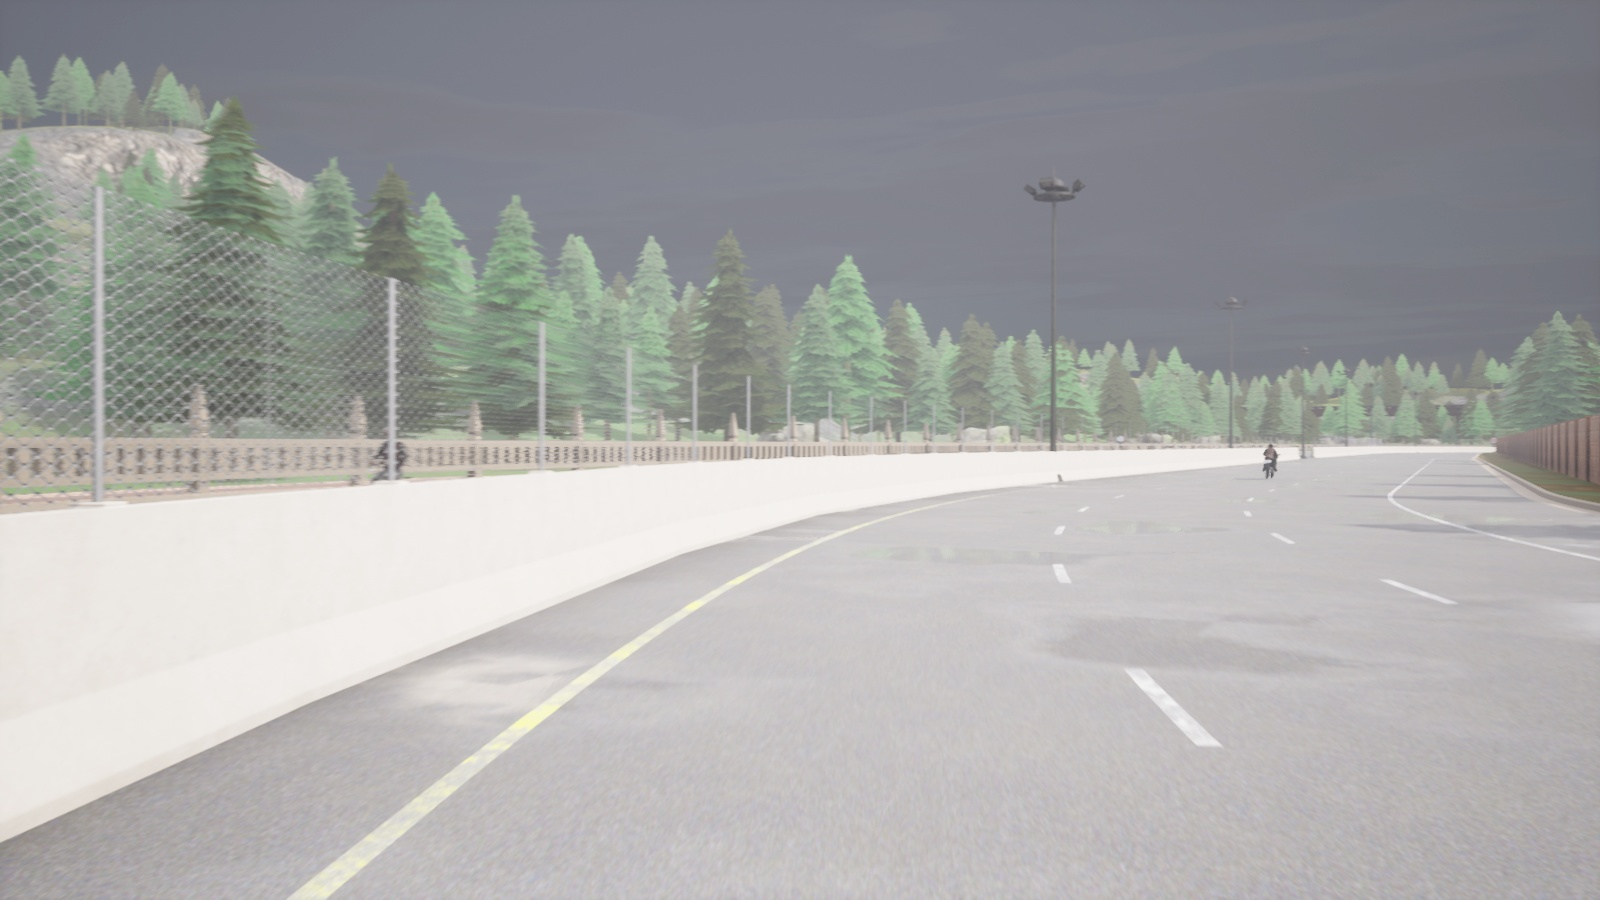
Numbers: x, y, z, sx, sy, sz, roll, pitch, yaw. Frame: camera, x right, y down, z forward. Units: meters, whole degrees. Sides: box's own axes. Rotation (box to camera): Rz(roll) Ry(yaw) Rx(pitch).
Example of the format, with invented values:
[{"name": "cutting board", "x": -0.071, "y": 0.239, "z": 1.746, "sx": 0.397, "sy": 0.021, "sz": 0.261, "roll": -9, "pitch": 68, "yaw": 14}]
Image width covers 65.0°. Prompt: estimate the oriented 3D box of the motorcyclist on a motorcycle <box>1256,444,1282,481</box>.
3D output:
[{"name": "motorcyclist on a motorcycle", "x": 20.124, "y": 0.525, "z": 53.846, "sx": 0.797, "sy": 1.523, "sz": 2.044, "roll": 0, "pitch": 0, "yaw": 27}]
